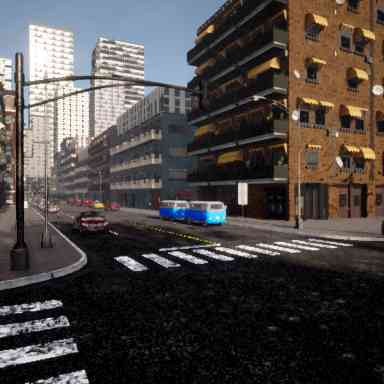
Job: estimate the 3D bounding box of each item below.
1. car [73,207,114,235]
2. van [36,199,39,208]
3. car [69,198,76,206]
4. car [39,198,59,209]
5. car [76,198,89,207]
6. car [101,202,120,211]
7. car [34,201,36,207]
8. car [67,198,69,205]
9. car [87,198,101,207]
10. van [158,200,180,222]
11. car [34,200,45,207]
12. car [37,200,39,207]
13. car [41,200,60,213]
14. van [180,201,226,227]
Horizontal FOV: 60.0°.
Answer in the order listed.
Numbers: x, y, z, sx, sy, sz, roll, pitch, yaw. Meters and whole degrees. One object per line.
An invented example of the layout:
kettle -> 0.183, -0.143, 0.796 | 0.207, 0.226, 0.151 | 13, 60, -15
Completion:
car -> -6.499, 1.864, 21.167 | 1.802, 1.307, 4.206 | -1, 0, -27
van -> -27.106, 2.196, 60.964 | 1.690, 1.788, 3.998 | -1, 0, -27
car -> -27.407, 2.352, 79.700 | 2.192, 1.841, 5.009 | -1, 0, -27
car -> -21.954, 2.151, 51.015 | 1.967, 1.590, 4.097 | -1, 0, -27
car -> -22.256, 2.208, 69.751 | 2.192, 1.841, 5.009 | -1, 0, -27
car -> -11.950, 2.188, 49.852 | 1.802, 1.307, 4.206 | -1, 0, -27
car -> -32.278, 2.313, 70.903 | 2.192, 1.841, 5.009 | -1, 0, -27
car -> -32.557, 2.496, 89.650 | 2.192, 1.841, 5.009 | -1, 0, -27
car -> -17.179, 2.277, 59.953 | 1.752, 1.417, 4.829 | -1, 0, -27
van -> -1.653, 1.662, 29.955 | 1.690, 1.788, 3.998 | -1, 0, -27
car -> -34.863, 2.621, 75.869 | 2.008, 1.369, 4.403 | -1, 0, -27
car -> -24.526, 2.334, 55.989 | 2.008, 1.369, 4.403 | -1, 0, -27
car -> -19.376, 2.222, 46.040 | 1.802, 1.307, 4.206 | -1, 0, -27
van -> 0.922, 1.591, 24.979 | 1.690, 1.788, 3.998 | -1, 0, -27
